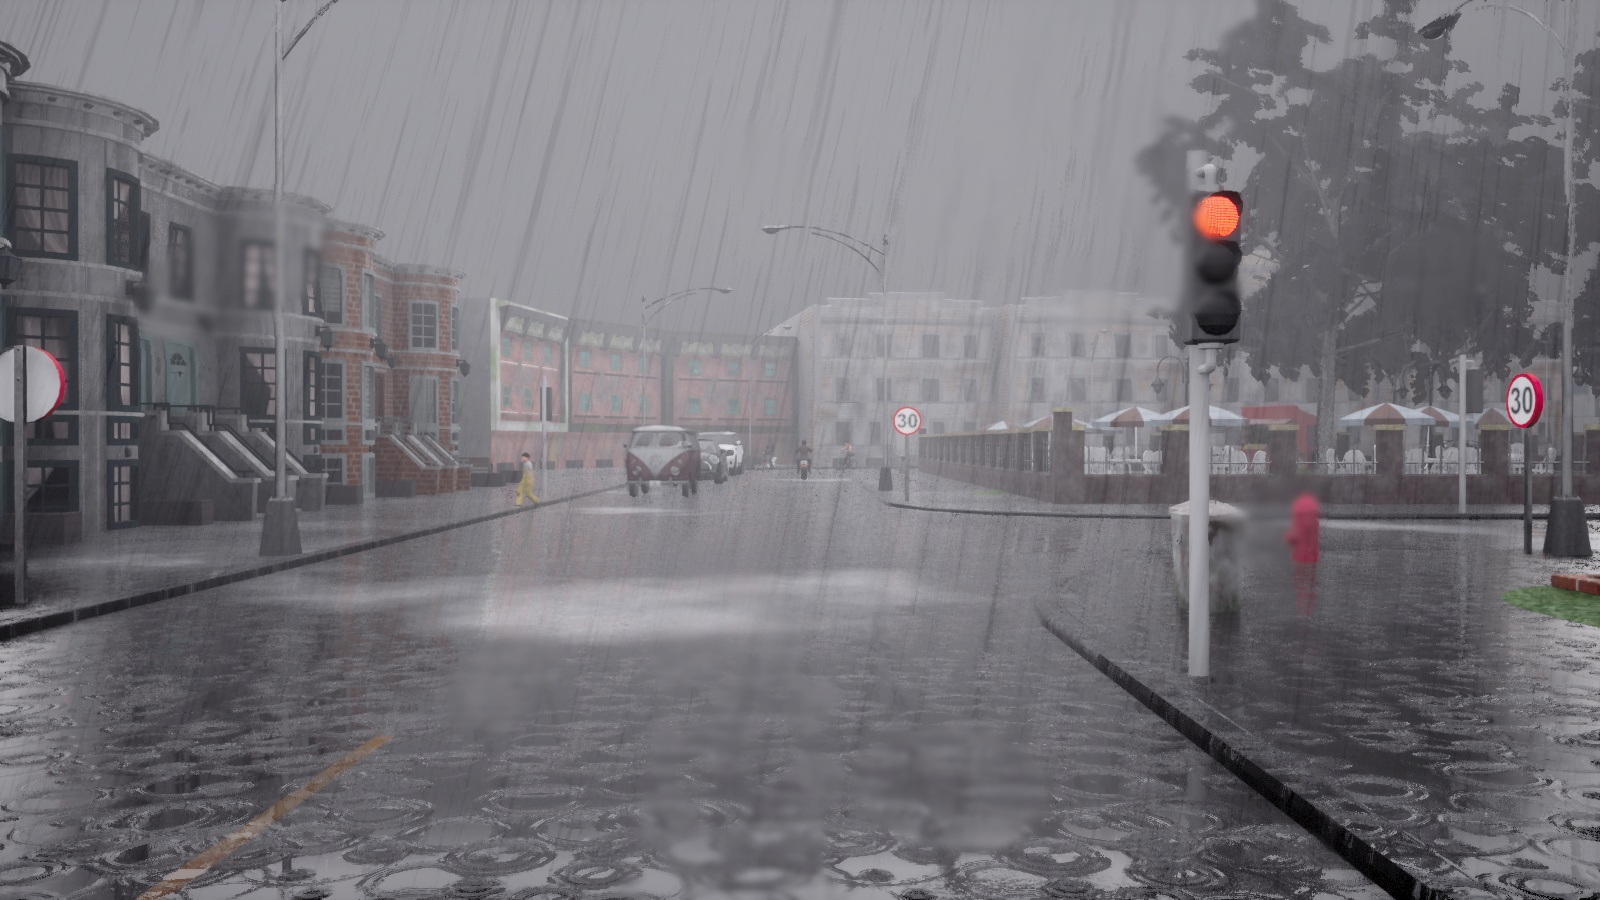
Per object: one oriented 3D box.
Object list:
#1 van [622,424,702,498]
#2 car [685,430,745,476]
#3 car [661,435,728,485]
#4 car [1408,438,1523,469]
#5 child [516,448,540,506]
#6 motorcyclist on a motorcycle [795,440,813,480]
[{"bbox_3d":[-3.874,0.295,35.847,1.775,1.987,4.442,0,0,0],"label":"van"},{"bbox_3d":[-3.861,0.137,58.142,2.150,2.045,5.566,0,0,3],"label":"car"},{"bbox_3d":[-3.848,0.339,46.614,2.097,1.767,4.553,0,0,0],"label":"car"},{"bbox_3d":[35.729,0.173,67.509,5.027,1.651,2.152,0,0,0],"label":"car"},{"bbox_3d":[-5.988,0.581,27.644,0.437,1.263,0.270,0,0,-44],"label":"child"},{"bbox_3d":[0.168,0.402,52.201,0.766,1.649,2.350,0,0,0],"label":"motorcyclist on a motorcycle"}]
